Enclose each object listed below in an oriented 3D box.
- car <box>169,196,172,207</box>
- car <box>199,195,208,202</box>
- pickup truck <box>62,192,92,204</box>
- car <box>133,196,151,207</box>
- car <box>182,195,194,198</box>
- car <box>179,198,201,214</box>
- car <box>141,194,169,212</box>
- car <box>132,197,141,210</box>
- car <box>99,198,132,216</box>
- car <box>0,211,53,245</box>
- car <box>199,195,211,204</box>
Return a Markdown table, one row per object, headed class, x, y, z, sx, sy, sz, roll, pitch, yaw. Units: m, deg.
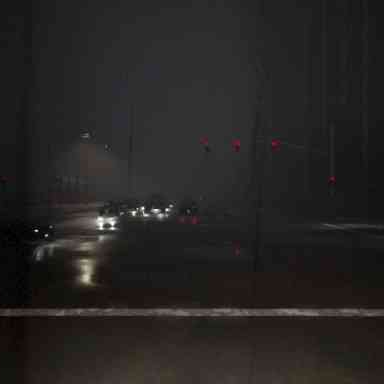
| class | x | y | z | sx | sy | sz | roll | pitch | yaw |
| --- | --- | --- | --- | --- | --- | --- | --- | --- | --- |
| car | -4.285 | 1.588 | 48.390 | 1.895 | 1.301 | 4.718 | 0 | 0 | -1 |
| car | 2.538 | 1.504 | 75.124 | 1.812 | 1.442 | 4.674 | 0 | 0 | -1 |
| pickup truck | -20.932 | 1.042 | 59.956 | 2.390 | 2.098 | 6.274 | 0 | 0 | 30 |
| car | -7.828 | 1.477 | 52.495 | 2.128 | 1.511 | 4.902 | 0 | 0 | -1 |
| car | -0.743 | 1.334 | 63.271 | 2.097 | 1.767 | 4.553 | 0 | 0 | -1 |
| car | -0.403 | 1.591 | 35.209 | 1.895 | 1.301 | 4.718 | 0 | 0 | -1 |
| car | -4.190 | 1.211 | 38.442 | 2.150 | 2.045 | 5.566 | 0 | 0 | -1 |
| car | -7.729 | 1.466 | 42.111 | 1.882 | 1.535 | 5.008 | 0 | 0 | -1 |
| car | -7.707 | 1.482 | 32.808 | 2.128 | 1.511 | 4.902 | 0 | 0 | 2 |
| car | -9.115 | 1.544 | 14.769 | 5.357 | 1.411 | 2.033 | 0 | 0 | 0 |
| car | 2.742 | 1.474 | 64.740 | 2.128 | 1.511 | 4.902 | 0 | 0 | -1 |
